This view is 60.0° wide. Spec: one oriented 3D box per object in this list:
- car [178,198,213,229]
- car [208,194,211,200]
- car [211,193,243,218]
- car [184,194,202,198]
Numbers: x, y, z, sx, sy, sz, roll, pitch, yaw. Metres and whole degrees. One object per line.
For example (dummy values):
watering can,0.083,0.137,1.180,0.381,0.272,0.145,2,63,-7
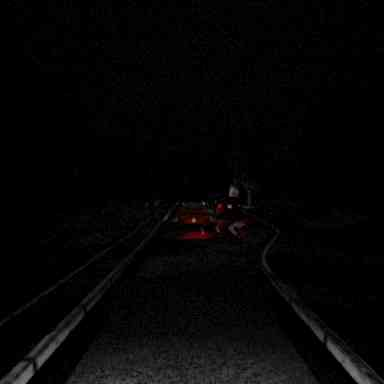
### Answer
car,0.106,1.423,21.556,1.882,1.535,5.008,0,1,0
car,3.087,0.859,43.689,1.882,1.535,5.008,0,2,1
car,2.957,1.137,27.945,2.097,1.767,4.553,0,1,0
car,0.121,0.969,40.560,1.837,1.490,4.892,0,1,0
